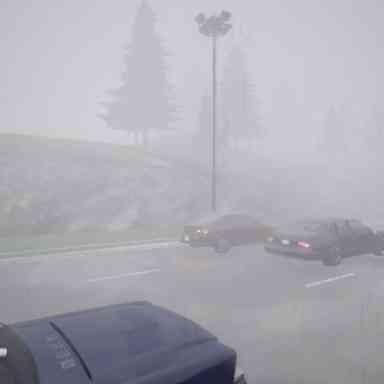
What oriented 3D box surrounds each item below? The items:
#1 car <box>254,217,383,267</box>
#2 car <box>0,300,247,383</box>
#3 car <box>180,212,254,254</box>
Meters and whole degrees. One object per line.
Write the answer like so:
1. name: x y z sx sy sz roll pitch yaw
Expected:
1. car: 4.877 1.569 11.529 5.357 1.411 2.033 0 0 -35
2. car: -1.840 1.602 2.430 4.718 1.301 1.895 0 0 -36
3. car: 1.682 1.546 13.539 4.674 1.442 1.812 0 0 -36
